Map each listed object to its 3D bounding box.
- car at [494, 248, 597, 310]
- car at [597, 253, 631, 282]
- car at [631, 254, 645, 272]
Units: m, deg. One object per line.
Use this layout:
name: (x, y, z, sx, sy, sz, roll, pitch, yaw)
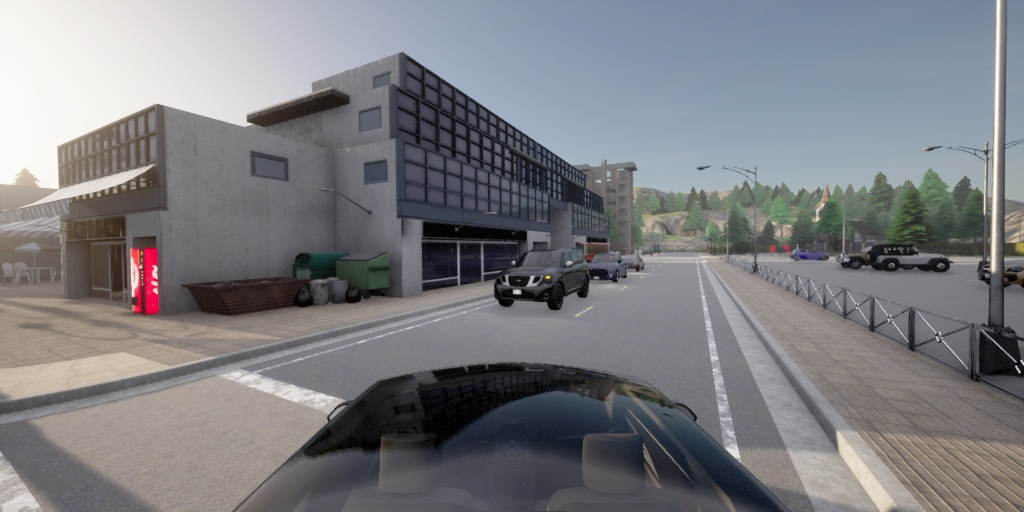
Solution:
car: (1.408, 0.730, 13.849, 2.150, 2.045, 5.566, 0, 1, 27)
car: (5.871, 0.627, 22.615, 2.097, 1.767, 4.553, 0, 1, 27)
car: (10.517, 0.559, 31.732, 1.812, 1.442, 4.674, 0, 1, 27)
